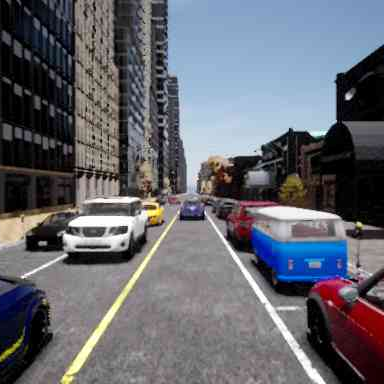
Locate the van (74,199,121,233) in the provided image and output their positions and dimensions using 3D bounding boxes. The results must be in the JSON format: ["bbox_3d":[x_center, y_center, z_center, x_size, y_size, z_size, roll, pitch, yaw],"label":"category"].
[{"bbox_3d":[-5.672,1.360,20.451,1.690,1.788,3.998,-1,0,0],"label":"van"}]

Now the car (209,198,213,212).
[{"bbox_3d":[3.146,1.538,36.373,1.837,1.490,4.892,0,0,0],"label":"car"}]

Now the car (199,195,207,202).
[{"bbox_3d":[2.678,1.522,82.481,1.967,1.590,4.097,-1,0,0],"label":"car"}]

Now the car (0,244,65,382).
[{"bbox_3d":[-3.090,1.567,3.265,1.994,1.385,4.181,0,0,0],"label":"car"}]

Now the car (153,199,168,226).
[{"bbox_3d":[-3.057,1.500,23.615,1.882,1.535,5.008,0,0,1],"label":"car"}]

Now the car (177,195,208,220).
[{"bbox_3d":[0.034,1.378,28.967,2.097,1.767,4.553,0,0,1],"label":"car"}]

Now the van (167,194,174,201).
[{"bbox_3d":[-5.674,1.430,88.180,1.690,1.788,3.998,-1,0,0],"label":"van"}]

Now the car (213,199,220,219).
[{"bbox_3d":[3.146,1.531,29.372,1.837,1.490,4.892,0,0,0],"label":"car"}]

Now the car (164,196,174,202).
[{"bbox_3d":[-5.667,1.648,82.536,1.947,1.339,4.313,-1,0,0],"label":"car"}]

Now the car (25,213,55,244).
[{"bbox_3d":[-5.668,1.580,14.807,1.947,1.339,4.313,-1,0,0],"label":"car"}]

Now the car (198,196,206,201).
[{"bbox_3d":[2.680,1.654,88.125,1.947,1.339,4.313,-1,0,0],"label":"car"}]

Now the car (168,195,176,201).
[{"bbox_3d":[-5.684,1.647,93.825,2.008,1.369,4.403,-1,0,0],"label":"car"}]

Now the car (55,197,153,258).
[{"bbox_3d":[-3.089,1.234,13.126,2.150,2.045,5.566,0,0,0],"label":"car"}]

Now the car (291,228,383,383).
[{"bbox_3d":[2.677,1.443,3.464,1.967,1.590,4.097,-1,0,0],"label":"car"}]

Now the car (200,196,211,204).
[{"bbox_3d":[2.679,1.608,65.549,1.887,1.381,4.507,-1,0,0],"label":"car"}]

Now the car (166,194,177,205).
[{"bbox_3d":[-3.040,1.584,59.434,1.812,1.442,4.674,0,0,1],"label":"car"}]

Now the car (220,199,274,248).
[{"bbox_3d":[2.675,1.329,14.752,2.192,1.841,5.009,-1,0,0],"label":"car"}]

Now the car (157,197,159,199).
[{"bbox_3d":[-5.668,1.566,42.857,1.752,1.417,4.829,-1,0,0],"label":"car"}]

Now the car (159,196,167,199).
[{"bbox_3d":[-5.668,1.624,59.959,1.947,1.339,4.313,-1,0,0],"label":"car"}]

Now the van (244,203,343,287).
[{"bbox_3d":[2.675,1.350,9.108,1.690,1.788,3.998,-1,0,0],"label":"van"}]

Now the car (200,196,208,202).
[{"bbox_3d":[2.679,1.601,77.007,1.752,1.417,4.829,-1,0,0],"label":"car"}]

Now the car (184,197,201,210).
[{"bbox_3d":[0.079,1.535,44.875,2.128,1.511,4.902,0,0,0],"label":"car"}]

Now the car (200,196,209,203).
[{"bbox_3d":[2.680,1.652,71.193,1.802,1.307,4.206,-1,0,0],"label":"car"}]
